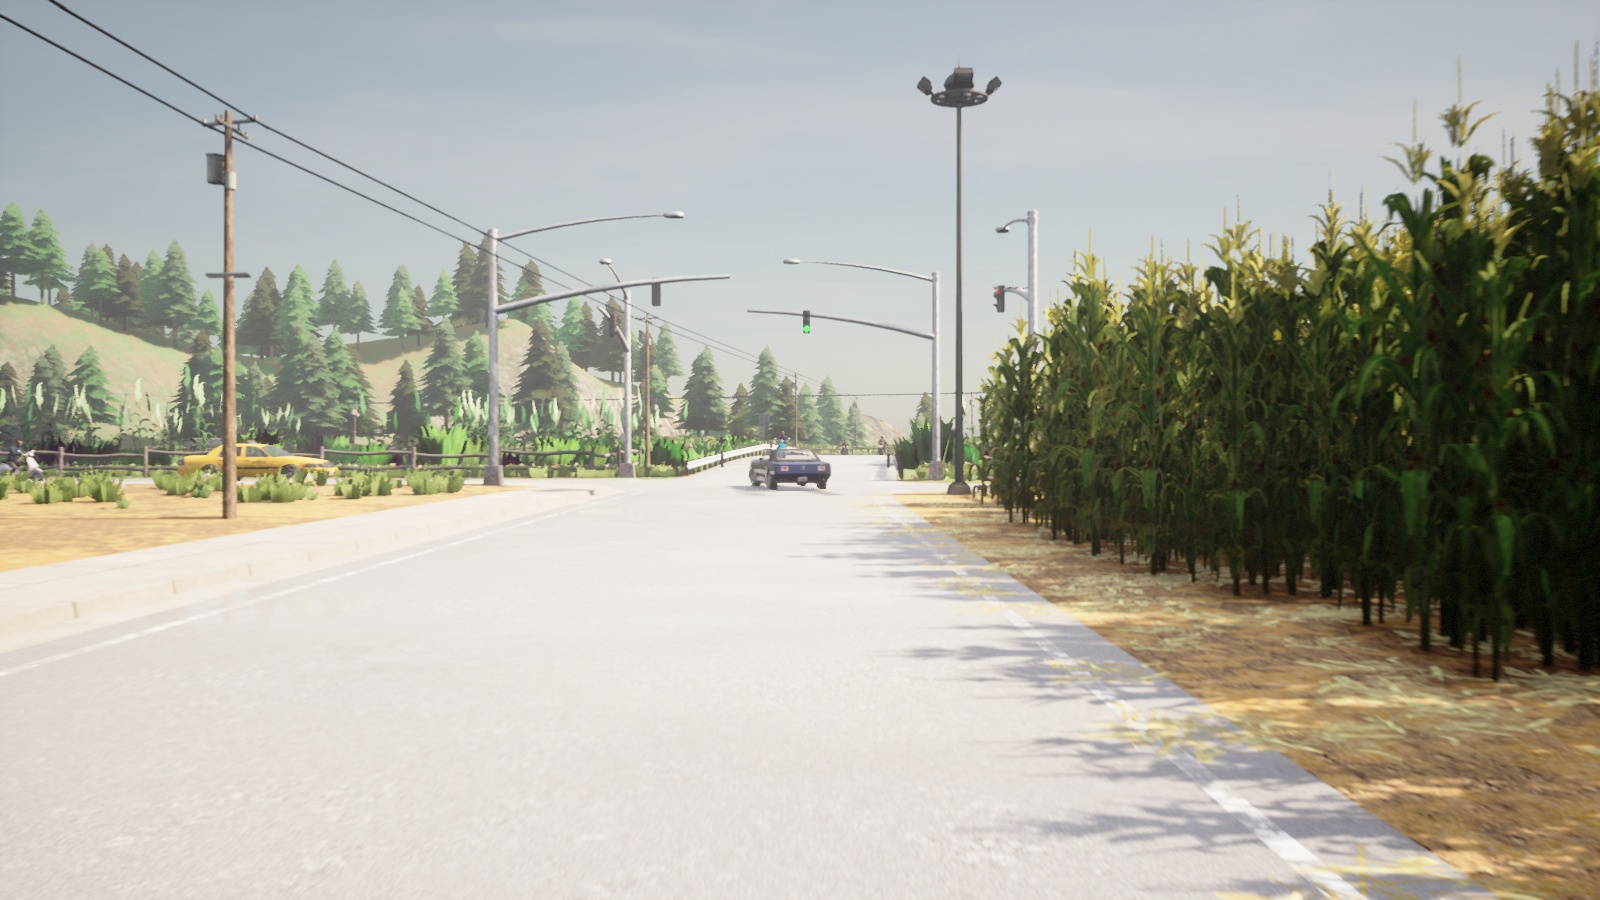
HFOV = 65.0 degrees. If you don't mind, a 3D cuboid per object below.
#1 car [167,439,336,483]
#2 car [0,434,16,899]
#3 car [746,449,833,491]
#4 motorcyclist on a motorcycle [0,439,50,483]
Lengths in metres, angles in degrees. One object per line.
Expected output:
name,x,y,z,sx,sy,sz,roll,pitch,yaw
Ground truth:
car,-19.721,0.379,45.283,5.366,1.575,1.801,0,0,3
car,-3.478,0.697,2.071,1.970,1.475,3.806,0,0,0
car,-0.430,0.612,41.563,1.895,1.301,4.718,0,0,-13
motorcyclist on a motorcycle,-28.506,0.384,45.794,1.817,1.590,0.866,0,0,3
